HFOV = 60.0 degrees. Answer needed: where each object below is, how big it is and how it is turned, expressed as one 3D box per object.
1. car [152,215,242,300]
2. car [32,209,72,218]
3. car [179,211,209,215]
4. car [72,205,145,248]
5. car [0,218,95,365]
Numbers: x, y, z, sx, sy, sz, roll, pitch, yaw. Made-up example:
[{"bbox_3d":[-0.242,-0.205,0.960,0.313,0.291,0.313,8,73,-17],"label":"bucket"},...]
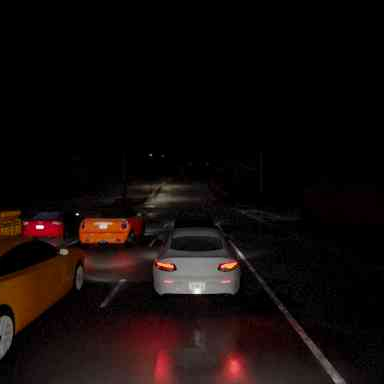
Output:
[{"bbox_3d":[0.094,1.526,8.273,1.812,1.442,4.674,0,0,0],"label":"car"},{"bbox_3d":[-6.906,1.564,17.118,1.994,1.385,4.181,0,0,0],"label":"car"},{"bbox_3d":[0.094,1.601,17.162,1.895,1.301,4.718,0,0,0],"label":"car"},{"bbox_3d":[-3.406,1.352,14.922,2.097,1.767,4.553,0,0,0],"label":"car"},{"bbox_3d":[-3.403,1.478,5.749,1.882,1.535,5.008,0,0,0],"label":"car"}]
